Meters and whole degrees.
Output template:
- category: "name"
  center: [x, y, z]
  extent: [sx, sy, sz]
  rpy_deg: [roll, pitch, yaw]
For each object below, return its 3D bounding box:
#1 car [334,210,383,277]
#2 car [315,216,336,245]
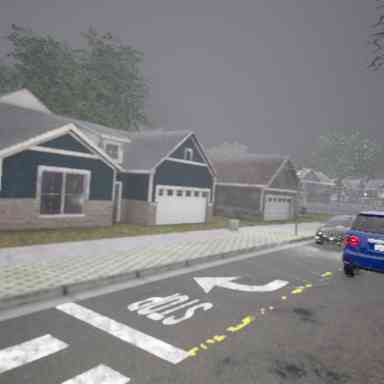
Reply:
- category: "car"
  center: [6.587, 1.662, 10.797]
  extent: [2.150, 2.045, 5.566]
  rpy_deg: [5, 0, 38]
- category: "car"
  center: [7.971, 2.011, 17.251]
  extent: [1.837, 1.490, 4.892]
  rpy_deg: [5, 1, 39]
